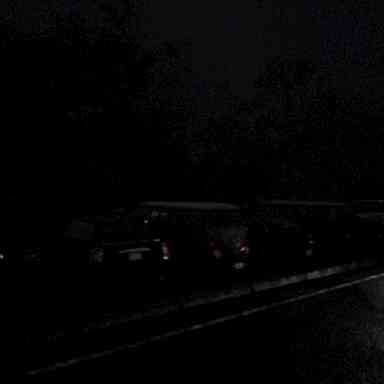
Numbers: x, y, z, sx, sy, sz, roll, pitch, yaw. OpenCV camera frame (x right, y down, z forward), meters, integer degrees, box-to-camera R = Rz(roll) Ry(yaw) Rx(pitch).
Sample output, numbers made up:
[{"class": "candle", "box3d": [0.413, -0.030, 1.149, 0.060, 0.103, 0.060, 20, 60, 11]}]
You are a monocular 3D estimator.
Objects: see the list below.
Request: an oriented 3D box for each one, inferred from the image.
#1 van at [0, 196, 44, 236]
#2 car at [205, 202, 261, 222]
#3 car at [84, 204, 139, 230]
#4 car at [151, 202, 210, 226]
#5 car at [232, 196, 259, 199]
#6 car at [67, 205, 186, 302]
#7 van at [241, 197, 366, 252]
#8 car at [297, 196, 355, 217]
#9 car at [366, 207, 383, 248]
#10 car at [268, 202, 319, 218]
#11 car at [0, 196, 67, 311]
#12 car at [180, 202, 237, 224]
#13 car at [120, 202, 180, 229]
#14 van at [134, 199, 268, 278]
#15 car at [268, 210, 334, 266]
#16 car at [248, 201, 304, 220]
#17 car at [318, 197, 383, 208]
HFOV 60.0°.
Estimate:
[{"class": "van", "box3d": [-10.152, 1.267, 19.402, 1.878, 1.987, 4.442, 1, 0, -36]}, {"class": "car", "box3d": [3.491, 1.676, 29.053, 2.163, 1.488, 4.792, 1, 0, -36]}, {"class": "car", "box3d": [-5.552, 1.584, 22.544, 2.002, 1.452, 4.674, 1, 0, -36]}, {"class": "car", "box3d": [-1.019, 1.595, 25.783, 2.097, 1.535, 5.008, 1, 0, -36]}, {"class": "car", "box3d": [5.789, 1.422, 30.628, 2.435, 2.045, 5.566, 1, 0, -36]}, {"class": "car", "box3d": [-2.419, 1.366, 8.671, 2.185, 1.767, 4.553, 1, 0, -36]}, {"class": "van", "box3d": [4.338, 1.343, 13.683, 1.878, 1.987, 4.442, 1, 0, -36]}, {"class": "car", "box3d": [14.748, 1.548, 37.039, 2.435, 2.045, 5.566, 1, -1, -36]}, {"class": "car", "box3d": [6.687, 1.595, 15.214, 2.097, 1.535, 5.008, 1, 0, -36]}, {"class": "car", "box3d": [10.201, 1.772, 33.817, 2.002, 1.452, 4.674, 1, 0, -36]}, {"class": "car", "box3d": [-4.732, 1.218, 7.093, 2.435, 2.045, 5.566, 1, 0, -36]}, {"class": "car", "box3d": [1.260, 1.650, 27.385, 2.163, 1.488, 4.792, 1, 0, -36]}, {"class": "car", "box3d": [-3.180, 1.567, 24.016, 1.946, 1.575, 5.366, 1, 0, -36]}, {"class": "van", "box3d": [-0.087, 1.292, 10.233, 1.878, 1.987, 4.442, 1, 0, -36]}, {"class": "car", "box3d": [2.128, 1.544, 11.952, 2.231, 1.521, 4.892, 1, 0, -36]}, {"class": "car", "box3d": [8.040, 1.704, 32.266, 2.097, 1.535, 5.008, 1, 0, -36]}, {"class": "car", "box3d": [8.949, 1.369, 16.875, 2.435, 2.045, 5.566, 1, 0, -36]}]
